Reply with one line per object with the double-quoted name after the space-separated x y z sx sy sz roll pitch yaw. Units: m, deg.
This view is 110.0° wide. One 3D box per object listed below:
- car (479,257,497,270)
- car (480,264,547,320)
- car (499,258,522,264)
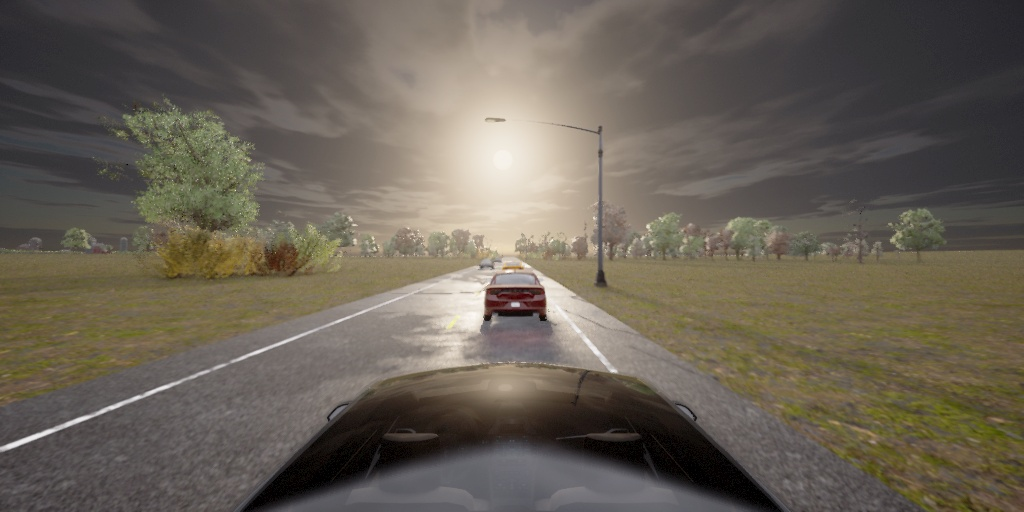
-3.572 1.159 50.962 1.812 1.442 4.674 0 0 0 "car"
0.099 1.203 12.476 1.882 1.535 5.008 0 0 0 "car"
0.099 1.160 30.847 1.882 1.535 5.008 0 0 0 "car"
